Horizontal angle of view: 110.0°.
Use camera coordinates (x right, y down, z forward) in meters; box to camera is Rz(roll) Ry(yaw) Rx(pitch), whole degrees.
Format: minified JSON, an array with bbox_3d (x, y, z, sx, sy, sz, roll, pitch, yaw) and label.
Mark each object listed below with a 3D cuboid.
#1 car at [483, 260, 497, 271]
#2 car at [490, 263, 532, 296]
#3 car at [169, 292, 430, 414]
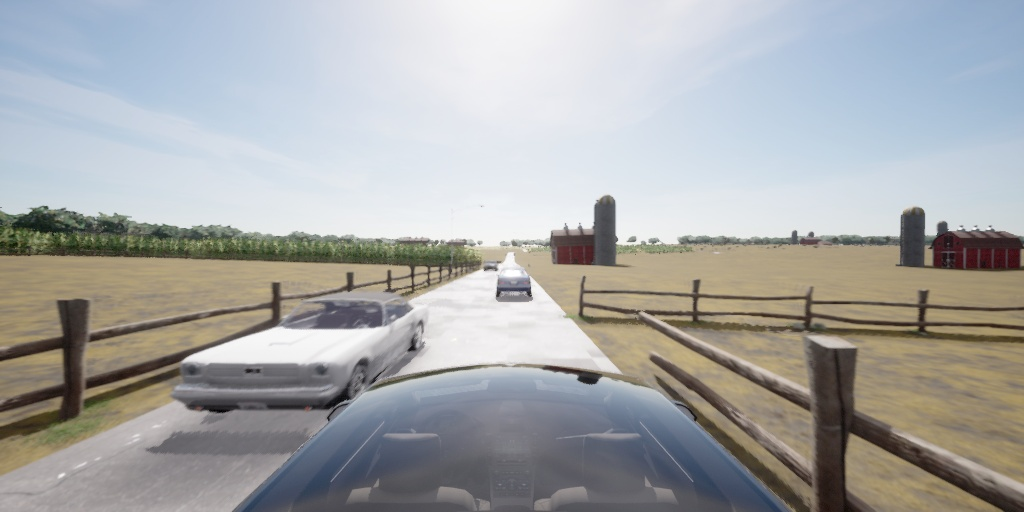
[{"bbox_3d":[-2.849,1.349,49.196,1.837,1.490,4.892,0,-1,0],"label":"car"},{"bbox_3d":[0.089,1.311,19.524,2.033,1.411,5.357,0,0,0],"label":"car"},{"bbox_3d":[-2.854,1.352,6.153,1.895,1.301,4.718,0,0,0],"label":"car"}]
